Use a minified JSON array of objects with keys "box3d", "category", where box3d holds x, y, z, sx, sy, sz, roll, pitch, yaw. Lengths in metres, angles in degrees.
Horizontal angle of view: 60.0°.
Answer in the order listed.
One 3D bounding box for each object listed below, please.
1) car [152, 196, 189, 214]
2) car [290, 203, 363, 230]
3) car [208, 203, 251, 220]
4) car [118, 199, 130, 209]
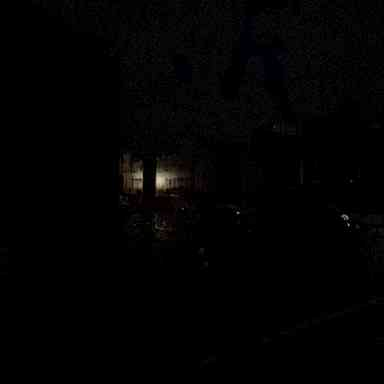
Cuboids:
[{"box3d":[-2.598,1.496,38.870,2.150,2.045,5.566,1,-1,-35],"category":"car"},{"box3d":[9.028,1.586,22.563,2.097,1.767,4.553,1,-1,-36],"category":"car"},{"box3d":[3.341,1.779,30.513,1.812,1.442,4.674,1,-1,-35],"category":"car"},{"box3d":[-11.214,1.834,51.119,1.812,1.442,4.674,1,-1,-35],"category":"car"}]
